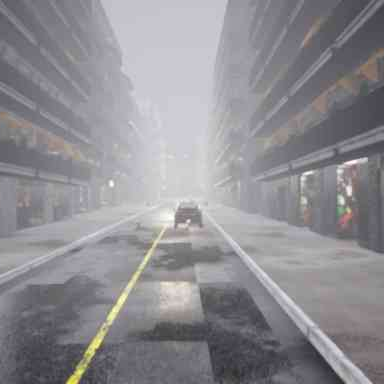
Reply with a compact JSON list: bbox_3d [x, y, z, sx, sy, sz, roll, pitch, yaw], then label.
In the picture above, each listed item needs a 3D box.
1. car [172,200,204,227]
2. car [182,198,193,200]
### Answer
[{"bbox_3d":[-0.270,1.526,22.705,1.837,1.490,4.892,0,0,-1],"label":"car"},{"bbox_3d":[-0.579,1.534,40.996,2.128,1.511,4.902,0,0,-1],"label":"car"}]
